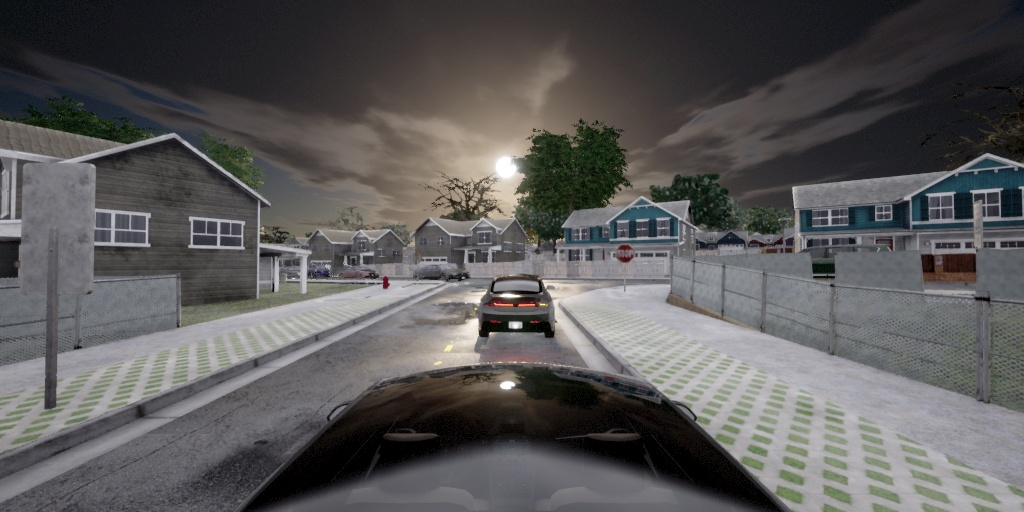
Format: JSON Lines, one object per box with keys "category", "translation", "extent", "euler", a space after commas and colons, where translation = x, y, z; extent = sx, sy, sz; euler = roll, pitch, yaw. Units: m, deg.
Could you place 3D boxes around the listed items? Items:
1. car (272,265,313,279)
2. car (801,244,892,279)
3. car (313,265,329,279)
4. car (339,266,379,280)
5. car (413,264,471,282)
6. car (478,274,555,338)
{"category": "car", "translation": [-26.100, 1.988, 41.990], "extent": [4.902, 1.511, 2.128], "euler": [-2, -2, 30]}
{"category": "car", "translation": [15.927, 0.484, 18.450], "extent": [5.566, 2.045, 2.150], "euler": [-2, -2, 36]}
{"category": "car", "translation": [-24.970, 1.908, 44.727], "extent": [4.553, 1.767, 2.097], "euler": [-2, -2, 30]}
{"category": "car", "translation": [-15.142, 1.709, 35.560], "extent": [4.181, 1.385, 1.994], "euler": [-2, -2, 31]}
{"category": "car", "translation": [-5.833, 1.384, 29.244], "extent": [5.357, 1.411, 2.033], "euler": [-2, -2, 38]}
{"category": "car", "translation": [0.170, 1.258, 10.228], "extent": [1.837, 1.490, 4.892], "euler": [0, 0, 2]}
